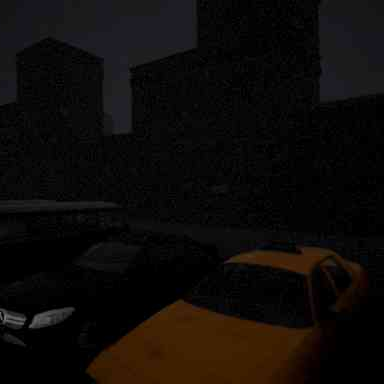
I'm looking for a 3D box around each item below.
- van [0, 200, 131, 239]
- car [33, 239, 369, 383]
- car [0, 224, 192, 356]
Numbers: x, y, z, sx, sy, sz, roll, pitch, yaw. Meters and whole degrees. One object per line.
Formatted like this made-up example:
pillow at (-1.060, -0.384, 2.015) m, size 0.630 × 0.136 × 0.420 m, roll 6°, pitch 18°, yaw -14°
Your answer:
van at (-3.302, 1.239, 7.852) m, size 1.878 × 1.987 × 4.442 m, roll 0°, pitch 0°, yaw 35°
car at (1.049, 1.474, 4.379) m, size 1.946 × 1.575 × 5.366 m, roll 0°, pitch 0°, yaw 35°
car at (-1.105, 1.511, 6.145) m, size 2.002 × 1.452 × 4.674 m, roll 0°, pitch 0°, yaw 36°
